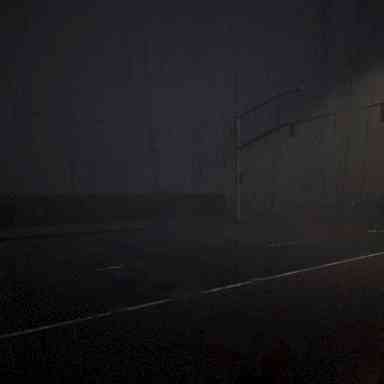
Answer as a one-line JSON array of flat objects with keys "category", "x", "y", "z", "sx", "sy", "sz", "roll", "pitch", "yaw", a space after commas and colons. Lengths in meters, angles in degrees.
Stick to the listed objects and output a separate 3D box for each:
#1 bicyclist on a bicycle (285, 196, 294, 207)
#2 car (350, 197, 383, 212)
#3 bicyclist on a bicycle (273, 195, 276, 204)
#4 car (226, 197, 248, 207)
[{"category": "bicyclist on a bicycle", "x": 14.516, "y": 1.453, "z": 49.552, "sx": 1.656, "sy": 1.620, "sz": 0.582, "roll": 0, "pitch": 0, "yaw": -23}, {"category": "car", "x": 20.678, "y": 1.352, "z": 38.296, "sx": 4.553, "sy": 1.767, "sz": 2.097, "roll": 0, "pitch": -1, "yaw": 23}, {"category": "bicyclist on a bicycle", "x": 13.517, "y": 1.300, "z": 54.460, "sx": 0.582, "sy": 1.620, "sz": 1.656, "roll": 0, "pitch": 0, "yaw": 21}, {"category": "car", "x": 6.482, "y": 1.505, "z": 51.573, "sx": 1.837, "sy": 1.490, "sz": 4.892, "roll": 0, "pitch": 0, "yaw": -35}]
